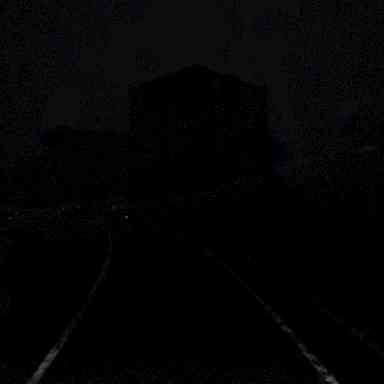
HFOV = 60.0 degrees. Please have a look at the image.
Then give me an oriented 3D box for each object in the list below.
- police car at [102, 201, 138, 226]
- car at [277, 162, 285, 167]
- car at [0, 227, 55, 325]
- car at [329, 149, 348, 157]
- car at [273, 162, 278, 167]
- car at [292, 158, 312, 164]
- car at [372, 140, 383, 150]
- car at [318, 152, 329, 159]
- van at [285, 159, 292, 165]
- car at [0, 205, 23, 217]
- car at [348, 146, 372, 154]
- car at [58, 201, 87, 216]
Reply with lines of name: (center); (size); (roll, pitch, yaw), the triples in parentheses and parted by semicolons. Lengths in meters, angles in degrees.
police car: (-5.500, 1.534, 24.965); (1.930, 1.638, 5.238); (-1, 0, -24)
car: (21.150, -5.854, 74.064); (2.002, 1.452, 4.674); (0, 1, -1)
car: (-4.277, 1.521, 7.018); (1.812, 1.442, 4.674); (0, 0, -8)
car: (21.568, -5.304, 46.495); (2.185, 1.767, 4.553); (0, 2, -1)
car: (21.066, -6.272, 79.543); (2.435, 2.045, 5.566); (0, 1, -1)
car: (21.316, -5.621, 63.028); (2.231, 1.521, 4.892); (0, 1, -1)
car: (21.737, -4.989, 35.331); (2.185, 1.767, 4.553); (0, 2, -1)
car: (21.484, -5.456, 52.013); (2.185, 1.767, 4.553); (0, 2, -1)
van: (21.235, -5.983, 68.418); (1.878, 1.987, 4.442); (0, 1, -1)
car: (-24.115, 2.525, 43.896); (4.892, 1.490, 1.837); (-4, -1, 39)
car: (21.654, -4.979, 40.826); (2.002, 1.452, 4.674); (0, 2, -1)
car: (-13.869, 1.835, 38.470); (2.097, 1.767, 4.553); (-2, -1, -38)
